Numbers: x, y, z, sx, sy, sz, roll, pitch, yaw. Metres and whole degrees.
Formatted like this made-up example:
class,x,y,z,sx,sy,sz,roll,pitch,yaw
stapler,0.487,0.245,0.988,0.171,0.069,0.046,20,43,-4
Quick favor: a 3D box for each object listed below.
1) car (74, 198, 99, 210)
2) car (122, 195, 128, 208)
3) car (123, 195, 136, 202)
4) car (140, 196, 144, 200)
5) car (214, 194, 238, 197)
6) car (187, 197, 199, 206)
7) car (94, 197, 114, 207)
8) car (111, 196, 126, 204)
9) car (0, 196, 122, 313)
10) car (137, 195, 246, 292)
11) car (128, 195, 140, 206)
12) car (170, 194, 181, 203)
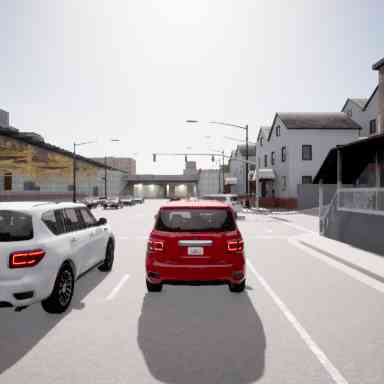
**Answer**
class,x,y,z,sx,sy,sz,roll,pitch,yaw
car,-13.996,1.564,44.248,1.994,1.385,4.181,0,0,0
car,-10.495,1.491,44.660,2.128,1.511,4.902,0,0,0
car,-13.827,1.493,73.758,1.837,1.490,4.892,0,0,0
car,-10.385,1.547,64.698,2.033,1.411,5.357,0,0,0
car,1.963,1.229,31.351,5.566,2.045,2.150,0,2,35
car,0.230,1.564,56.298,1.994,1.385,4.181,0,0,0
car,-13.965,1.526,52.989,1.812,1.442,4.674,0,0,0
car,-13.898,1.505,63.344,1.837,1.490,4.892,0,0,0
car,-3.409,1.221,7.786,2.150,2.045,5.566,0,0,1
car,0.099,1.221,9.049,2.150,2.045,5.566,0,0,1
car,-10.464,1.547,54.409,2.033,1.411,5.357,0,0,0
car,-3.338,1.352,69.181,2.097,1.767,4.553,0,0,0
